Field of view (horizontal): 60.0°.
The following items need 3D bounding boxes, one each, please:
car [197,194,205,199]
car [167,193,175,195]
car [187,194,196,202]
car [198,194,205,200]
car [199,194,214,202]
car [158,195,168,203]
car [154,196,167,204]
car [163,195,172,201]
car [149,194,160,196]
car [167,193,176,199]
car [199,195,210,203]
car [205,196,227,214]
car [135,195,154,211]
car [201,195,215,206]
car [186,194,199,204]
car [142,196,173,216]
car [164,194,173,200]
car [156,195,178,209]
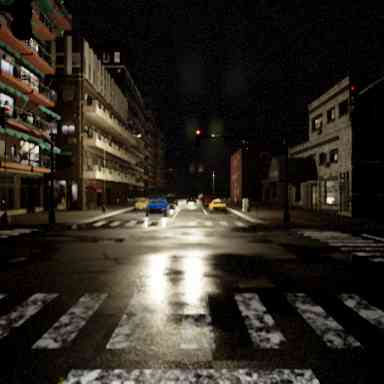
[{"bbox_3d":[2.520,1.383,95.263,2.008,1.369,4.403,0,0,0],"label":"car"},{"bbox_3d":[-3.162,1.385,52.410,1.837,1.490,4.892,0,0,0],"label":"car"},{"bbox_3d":[-0.127,1.220,71.135,1.882,1.535,5.008,0,0,0],"label":"car"},{"bbox_3d":[2.530,1.361,89.894,1.752,1.417,4.829,0,0,0],"label":"car"},{"bbox_3d":[2.602,1.197,50.949,2.192,1.841,5.009,0,0,0],"label":"car"},{"bbox_3d":[-5.809,1.383,67.381,1.752,1.417,4.829,0,0,0],"label":"car"},{"bbox_3d":[-5.800,1.416,62.012,2.008,1.369,4.403,0,0,0],"label":"car"},{"bbox_3d":[-5.830,1.390,78.630,1.887,1.381,4.507,0,0,0],"label":"car"},{"bbox_3d":[-5.779,1.197,50.933,2.192,1.841,5.009,0,0,0],"label":"car"},{"bbox_3d":[-5.859,1.147,95.248,2.192,1.841,5.009,0,0,0],"label":"car"},{"bbox_3d":[2.571,1.408,67.567,2.008,1.369,4.403,0,0,0],"label":"car"},{"bbox_3d":[2.631,1.440,34.502,1.752,1.417,4.829,0,0,0],"label":"car"},{"bbox_3d":[-5.759,1.429,39.685,1.752,1.417,4.829,0,0,0],"label":"car"},{"bbox_3d":[2.611,1.474,45.410,1.802,1.307,4.206,0,0,0],"label":"car"},{"bbox_3d":[-0.109,1.414,60.716,2.033,1.411,5.357,0,0,0],"label":"car"},{"bbox_3d":[-3.156,1.399,31.187,1.882,1.535,5.008,0,0,0],"label":"car"},{"bbox_3d":[-5.839,1.280,84.168,1.967,1.590,4.097,0,0,0],"label":"car"},{"bbox_3d":[-3.153,1.426,41.415,1.812,1.442,4.674,0,0,0],"label":"car"}]
